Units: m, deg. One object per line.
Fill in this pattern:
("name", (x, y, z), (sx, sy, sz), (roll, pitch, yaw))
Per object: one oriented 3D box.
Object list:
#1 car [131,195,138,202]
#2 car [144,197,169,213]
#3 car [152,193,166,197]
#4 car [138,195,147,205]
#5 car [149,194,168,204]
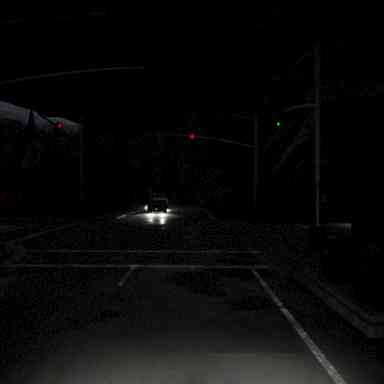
("car", (-12.345, 1.479, 73.213), (4.902, 1.511, 2.128), (0, 0, 42))
("car", (-3.757, 1.563, 36.485), (1.994, 1.385, 4.181), (0, 0, -2))
("car", (-4.620, 1.221, 46.946), (2.150, 2.045, 5.566), (0, 0, -11))
("car", (-7.554, 1.600, 57.729), (1.895, 1.301, 4.718), (0, 0, -21))
("car", (-6.596, 1.351, 64.907), (2.097, 1.767, 4.553), (0, 0, -27))
